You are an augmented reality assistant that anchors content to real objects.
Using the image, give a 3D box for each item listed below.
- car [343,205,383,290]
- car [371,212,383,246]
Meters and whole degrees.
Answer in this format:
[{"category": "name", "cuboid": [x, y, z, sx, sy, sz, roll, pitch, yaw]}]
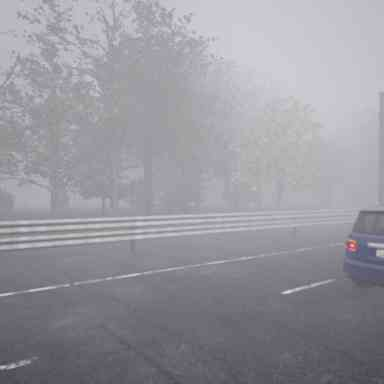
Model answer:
[{"category": "car", "cuboid": [5.982, 1.340, 8.235, 5.566, 2.045, 2.150, 0, 0, -37]}, {"category": "car", "cuboid": [10.809, 1.722, 16.028, 4.892, 1.490, 1.837, 1, -1, -36]}]
